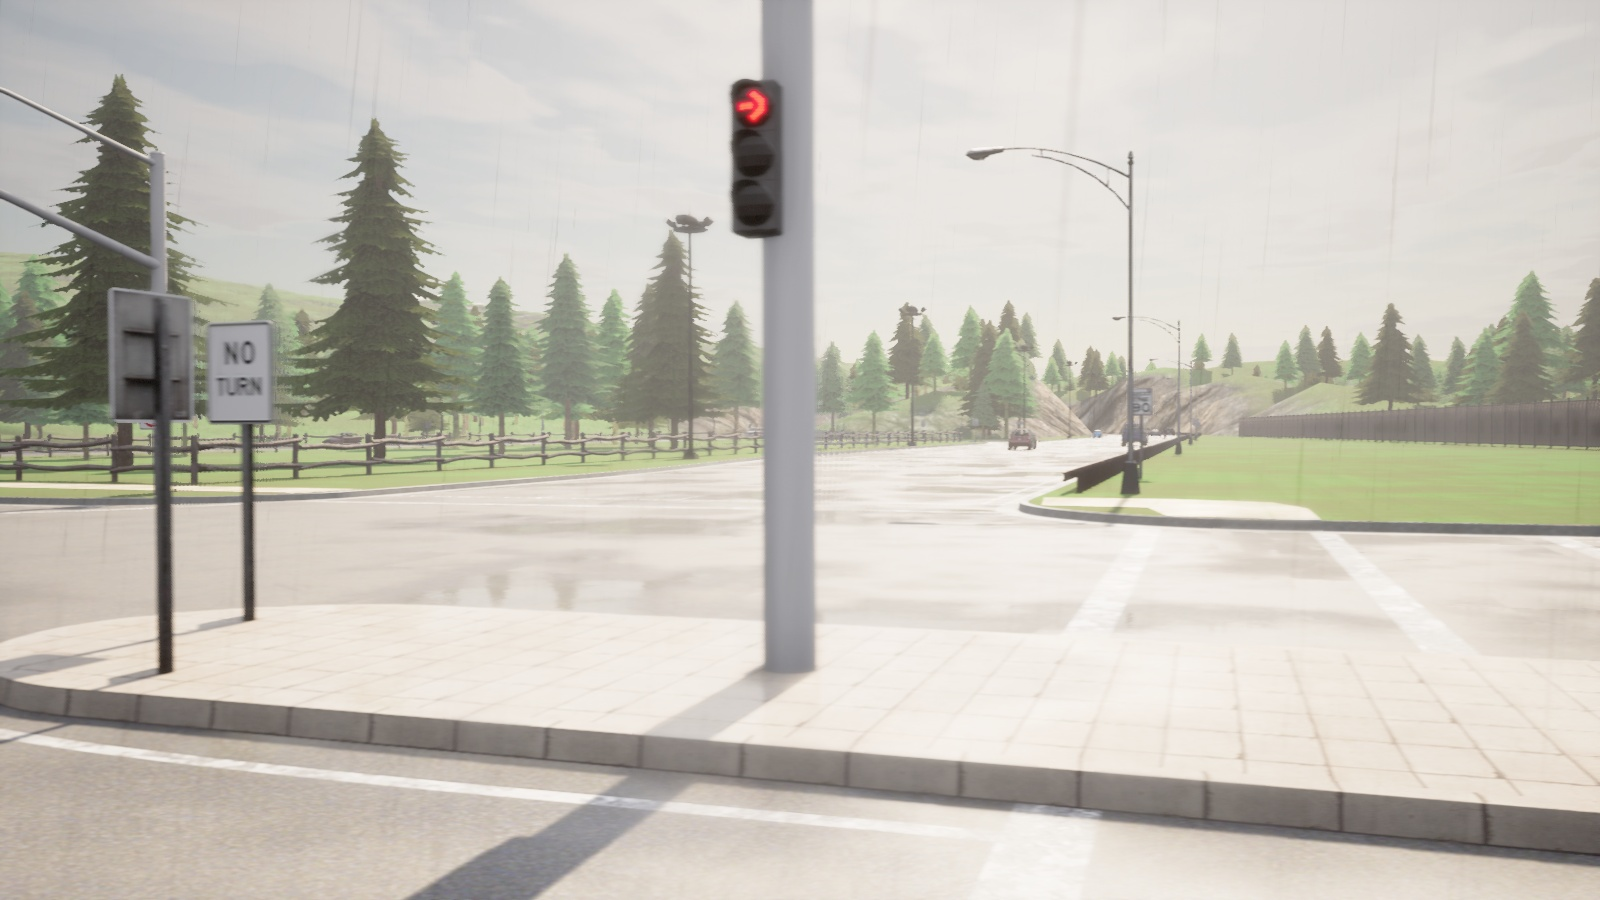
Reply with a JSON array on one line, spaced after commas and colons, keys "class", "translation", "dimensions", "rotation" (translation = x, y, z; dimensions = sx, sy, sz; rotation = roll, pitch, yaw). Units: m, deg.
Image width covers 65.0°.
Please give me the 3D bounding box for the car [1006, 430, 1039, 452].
[{"class": "car", "translation": [16.779, -0.728, 94.638], "dimensions": [1.851, 1.617, 3.988], "rotation": [1, 1, 18]}]
